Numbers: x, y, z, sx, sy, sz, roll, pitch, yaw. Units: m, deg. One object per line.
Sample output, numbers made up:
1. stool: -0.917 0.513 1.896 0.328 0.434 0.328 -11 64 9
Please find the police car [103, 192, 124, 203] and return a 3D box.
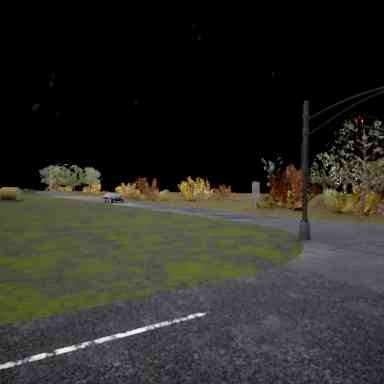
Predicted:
1. police car: -11.743 0.773 49.653 1.930 1.638 5.238 2 0 -32
